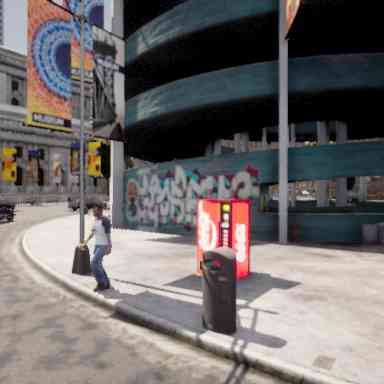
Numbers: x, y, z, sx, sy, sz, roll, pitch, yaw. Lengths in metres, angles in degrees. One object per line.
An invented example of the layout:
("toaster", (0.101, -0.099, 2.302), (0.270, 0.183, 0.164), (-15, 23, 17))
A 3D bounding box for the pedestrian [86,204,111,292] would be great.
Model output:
("pedestrian", (-1.884, 1.128, 6.928), (0.375, 1.860, 0.375), (0, 0, -44))

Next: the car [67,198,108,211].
("car", (-12.310, 1.466, 39.571), (2.033, 1.411, 5.357), (0, 0, 23))

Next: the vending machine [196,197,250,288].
("vending machine", (0.793, 1.185, 8.447), (0.880, 2.100, 1.100), (0, 0, 45))

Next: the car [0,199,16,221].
("car", (-14.058, 1.464, 23.195), (1.812, 1.442, 4.674), (0, 0, -8))
